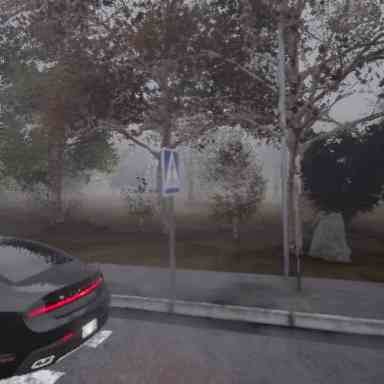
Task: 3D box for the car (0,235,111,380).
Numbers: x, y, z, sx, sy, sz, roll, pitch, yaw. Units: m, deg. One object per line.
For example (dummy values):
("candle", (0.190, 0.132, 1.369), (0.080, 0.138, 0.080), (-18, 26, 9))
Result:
("car", (-3.575, 1.410, 4.749), (4.892, 1.490, 1.837), (0, 2, 16))
